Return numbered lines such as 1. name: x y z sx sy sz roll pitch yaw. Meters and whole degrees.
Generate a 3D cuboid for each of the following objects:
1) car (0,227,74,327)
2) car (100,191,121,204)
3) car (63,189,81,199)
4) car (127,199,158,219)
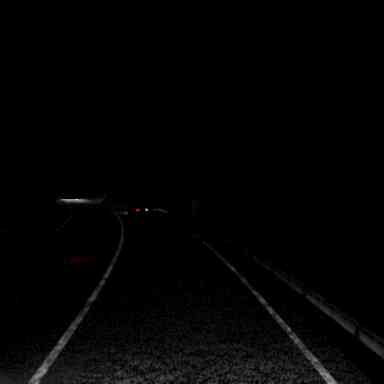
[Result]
1. car: -4.049 1.519 7.145 2.033 1.411 5.357 0 1 -5
2. car: -10.177 0.594 41.580 2.128 1.511 4.902 1 2 -26
3. car: -16.853 0.221 46.610 1.994 1.385 4.181 2 2 -28
4. car: -3.866 1.236 25.596 2.033 1.411 5.357 1 1 -16
